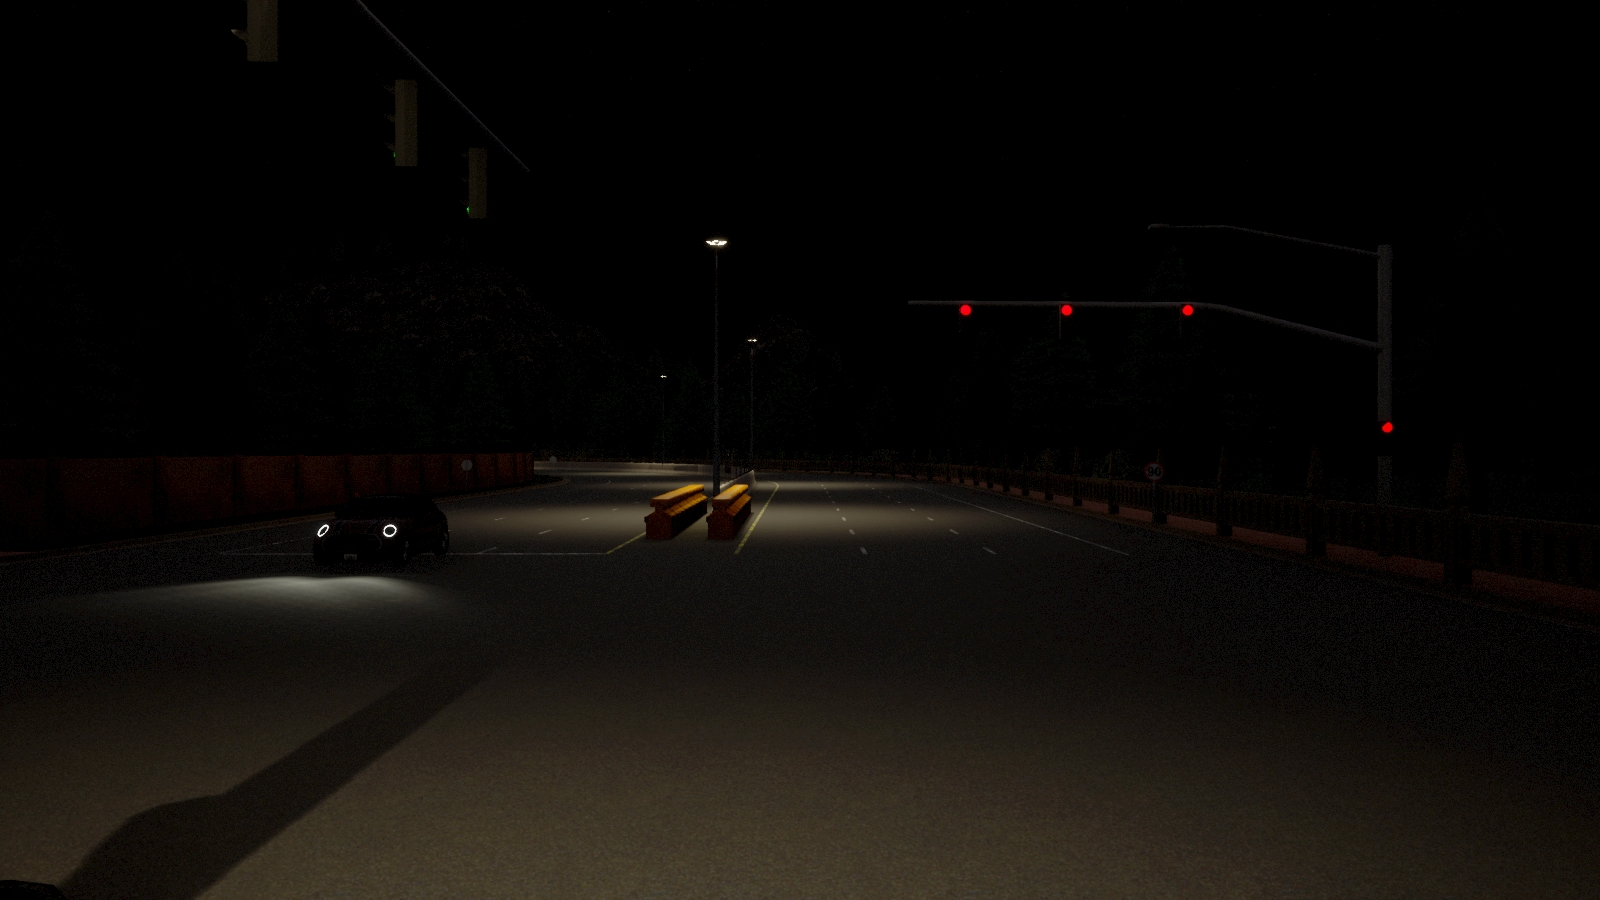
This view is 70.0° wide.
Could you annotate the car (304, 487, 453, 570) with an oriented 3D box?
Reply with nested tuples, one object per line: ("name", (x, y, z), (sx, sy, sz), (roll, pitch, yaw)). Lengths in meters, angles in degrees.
("car", (-10.504, 1.906, 28.861), (2.097, 1.767, 4.553), (0, 0, 0))
